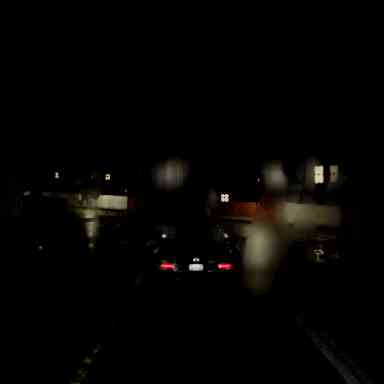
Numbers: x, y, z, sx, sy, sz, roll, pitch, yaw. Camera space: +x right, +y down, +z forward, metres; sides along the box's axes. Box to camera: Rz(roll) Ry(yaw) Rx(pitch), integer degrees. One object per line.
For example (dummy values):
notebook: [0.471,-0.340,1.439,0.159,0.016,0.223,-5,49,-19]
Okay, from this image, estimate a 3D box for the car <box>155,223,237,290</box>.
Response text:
car: [0.088,1.573,9.240,2.033,1.411,5.357,0,0,0]
